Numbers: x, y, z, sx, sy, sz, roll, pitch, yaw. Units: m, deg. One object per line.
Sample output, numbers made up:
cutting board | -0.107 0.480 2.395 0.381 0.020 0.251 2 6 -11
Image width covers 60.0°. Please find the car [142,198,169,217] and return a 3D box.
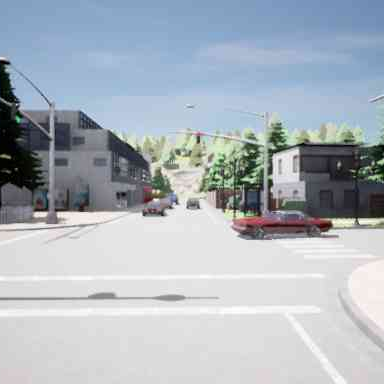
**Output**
car | -3.553 1.568 31.847 1.994 1.385 4.181 0 0 0

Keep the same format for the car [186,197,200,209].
car | 0.162 1.553 46.743 2.033 1.411 5.357 0 0 0

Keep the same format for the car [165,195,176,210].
car | -3.531 1.531 43.836 1.812 1.442 4.674 0 0 0

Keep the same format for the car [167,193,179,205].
car | -3.478 1.225 58.435 2.150 2.045 5.566 0 0 1

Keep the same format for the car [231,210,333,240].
car | 4.384 1.589 16.587 4.718 1.301 1.895 0 0 -12

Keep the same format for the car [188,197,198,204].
car | 0.157 1.609 67.627 1.895 1.301 4.718 0 0 0
